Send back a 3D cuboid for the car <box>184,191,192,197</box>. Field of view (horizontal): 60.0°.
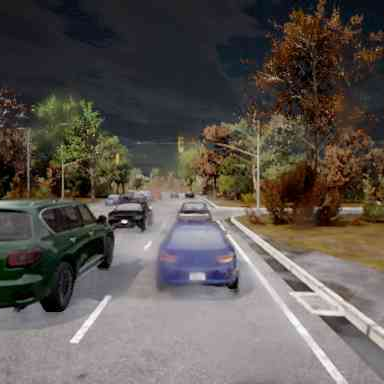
[{"bbox_3d":[-0.969,0.496,85.979,1.812,1.442,4.674,0,1,-3],"label":"car"}]

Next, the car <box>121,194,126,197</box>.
[{"bbox_3d":[-10.574,1.043,45.526,1.812,1.442,4.674,0,1,0],"label":"car"}]

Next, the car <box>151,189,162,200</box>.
[{"bbox_3d":[-7.235,0.509,65.888,2.150,2.045,5.566,0,1,0],"label":"car"}]

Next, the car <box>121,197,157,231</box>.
[{"bbox_3d":[-3.383,1.290,19.112,1.882,1.535,5.008,0,1,0],"label":"car"}]

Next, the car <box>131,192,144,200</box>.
[{"bbox_3d":[-10.730,0.821,65.394,1.812,1.442,4.674,0,1,-1],"label":"car"}]

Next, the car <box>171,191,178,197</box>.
[{"bbox_3d":[-4.463,0.499,85.783,1.812,1.442,4.674,0,1,-3],"label":"car"}]

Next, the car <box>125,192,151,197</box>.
[{"bbox_3d":[-7.042,1.079,44.239,2.033,1.411,5.357,0,1,-1],"label":"car"}]

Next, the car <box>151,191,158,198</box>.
[{"bbox_3d":[-7.120,0.952,53.698,1.812,1.442,4.674,0,1,0],"label":"car"}]

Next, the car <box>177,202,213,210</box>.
[{"bbox_3d":[0.166,1.308,18.849,2.128,1.511,4.902,0,1,2],"label":"car"}]

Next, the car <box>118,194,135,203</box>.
[{"bbox_3d":[-10.626,1.016,54.635,1.895,1.301,4.718,0,1,0],"label":"car"}]

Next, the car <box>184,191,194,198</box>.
[{"bbox_3d":[-0.487,0.656,75.834,1.882,1.535,5.008,0,1,-2],"label":"car"}]

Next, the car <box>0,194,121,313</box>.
[{"bbox_3d":[-3.389,1.162,7.657,2.150,2.045,5.566,0,1,0],"label":"car"}]

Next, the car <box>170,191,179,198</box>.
[{"bbox_3d":[-3.986,0.697,75.739,2.128,1.511,4.902,0,1,-2],"label":"car"}]

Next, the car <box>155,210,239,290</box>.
[{"bbox_3d":[0.109,1.453,8.793,1.812,1.442,4.674,0,1,0],"label":"car"}]
